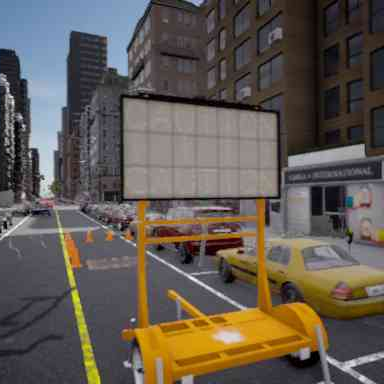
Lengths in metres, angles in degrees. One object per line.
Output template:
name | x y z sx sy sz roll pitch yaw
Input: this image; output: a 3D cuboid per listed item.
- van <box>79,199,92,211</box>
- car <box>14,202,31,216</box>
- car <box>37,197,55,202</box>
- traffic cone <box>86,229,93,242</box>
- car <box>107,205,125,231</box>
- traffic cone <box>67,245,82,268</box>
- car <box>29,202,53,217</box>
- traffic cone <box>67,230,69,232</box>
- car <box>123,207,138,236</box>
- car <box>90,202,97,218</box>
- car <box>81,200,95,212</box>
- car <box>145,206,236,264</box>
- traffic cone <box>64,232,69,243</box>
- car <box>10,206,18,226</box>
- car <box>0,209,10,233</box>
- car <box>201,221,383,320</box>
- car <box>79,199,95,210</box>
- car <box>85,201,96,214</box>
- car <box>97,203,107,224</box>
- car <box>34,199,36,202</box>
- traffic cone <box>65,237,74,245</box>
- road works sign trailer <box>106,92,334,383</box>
van | -17.071 2.027 53.191 1.690 1.788 3.998 0 -1 -23
car | -20.659 2.166 39.698 1.802 1.307 4.206 0 -1 -23
car | -26.201 2.074 59.814 2.150 2.045 5.566 0 -1 -23
traffic cone | -5.138 2.168 16.624 0.340 0.580 0.340 0 -1 -23
car | -4.260 1.704 22.627 1.967 1.590 4.097 0 -1 -23
traffic cone | -3.741 2.096 10.705 0.340 0.580 0.340 0 -1 -23
car | -17.167 2.136 38.013 1.895 1.301 4.718 0 -1 -22
traffic cone | -6.061 2.172 16.238 0.340 0.580 0.340 0 -1 -23
car | -2.190 1.721 17.690 1.752 1.417 4.829 0 -1 -23
car | -8.529 1.955 32.814 2.008 1.369 4.403 0 -1 -23
car | -12.799 2.111 43.001 1.947 1.339 4.313 0 -1 -23
car | 0.009 1.439 12.441 2.192 1.841 5.009 0 -1 -23
traffic cone | -5.288 2.147 14.393 0.340 0.580 0.340 0 -1 -23
car | -14.252 1.939 24.412 1.947 1.339 4.313 0 -1 -23
car | -12.116 1.869 19.317 1.947 1.339 4.313 0 -1 -23
car | 2.081 1.581 7.502 1.752 1.417 4.829 0 -1 -23
car | -14.936 1.930 48.098 2.192 1.841 5.009 0 -1 -23
car | -10.664 2.026 37.908 2.008 1.369 4.403 0 -1 -23
car | -6.395 1.774 27.721 1.967 1.590 4.097 0 -1 -23
car | -24.931 2.165 49.889 1.967 1.590 4.097 0 -1 -23
traffic cone | -4.515 2.121 12.549 0.340 0.580 0.340 0 -1 -23
road works sign trailer | 0.126 0.510 4.757 2.380 3.560 2.880 0 -1 -23
